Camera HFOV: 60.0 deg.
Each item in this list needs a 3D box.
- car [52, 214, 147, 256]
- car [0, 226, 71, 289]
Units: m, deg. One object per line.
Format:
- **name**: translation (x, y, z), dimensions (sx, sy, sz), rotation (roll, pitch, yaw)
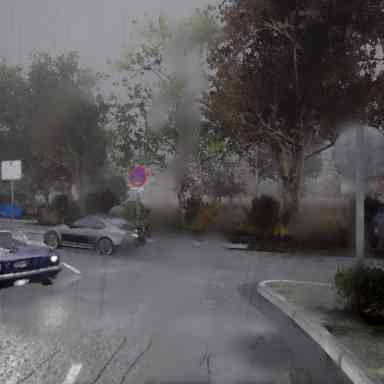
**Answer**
- **car**: translation (-3.886, 1.586, 13.293), dimensions (4.181, 1.385, 1.994), rotation (1, 1, 27)
- **car**: translation (-5.181, 1.602, 8.543), dimensions (4.718, 1.301, 1.895), rotation (0, 0, 44)
